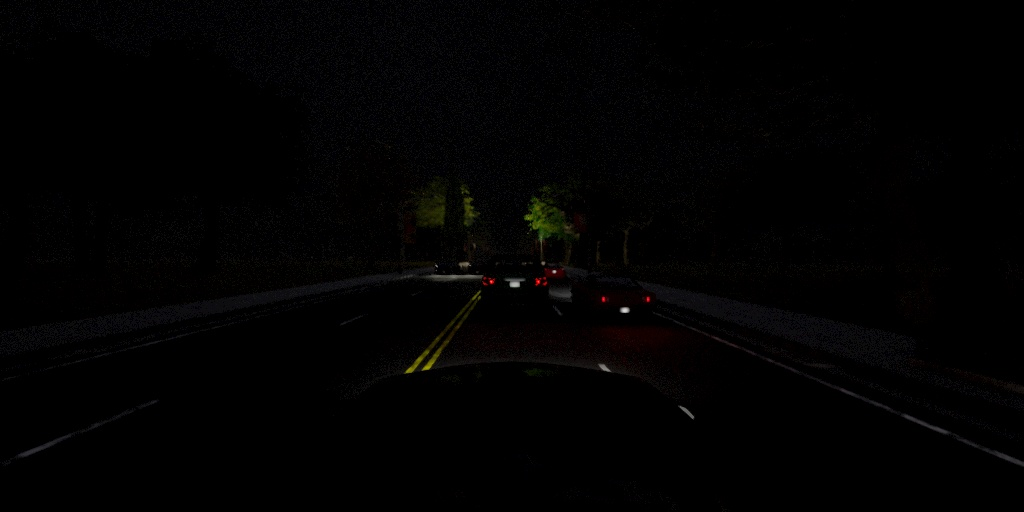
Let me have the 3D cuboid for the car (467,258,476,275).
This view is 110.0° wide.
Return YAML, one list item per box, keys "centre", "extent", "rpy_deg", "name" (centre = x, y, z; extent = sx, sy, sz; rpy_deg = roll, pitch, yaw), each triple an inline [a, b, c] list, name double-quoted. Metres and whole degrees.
- centre: [-3.351, 0.975, 37.067]
  extent: [2.097, 1.767, 4.553]
  rpy_deg: [0, 0, 0]
  name: "car"

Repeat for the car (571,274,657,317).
- centre: [3.339, 1.300, 12.805]
  extent: [1.895, 1.301, 4.718]
  rpy_deg: [0, 0, 0]
  name: "car"

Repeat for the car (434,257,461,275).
- centre: [-6.601, 0.975, 37.064]
  extent: [2.097, 1.767, 4.553]
  rpy_deg: [0, 0, 0]
  name: "car"

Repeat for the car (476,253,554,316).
- centre: [0.091, 0.920, 13.273]
  extent: [2.150, 2.045, 5.566]
  rpy_deg: [0, 0, 0]
  name: "car"

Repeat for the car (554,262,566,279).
- centre: [3.339, 1.204, 30.204]
  extent: [1.994, 1.385, 4.181]
  rpy_deg: [0, 0, 0]
  name: "car"
